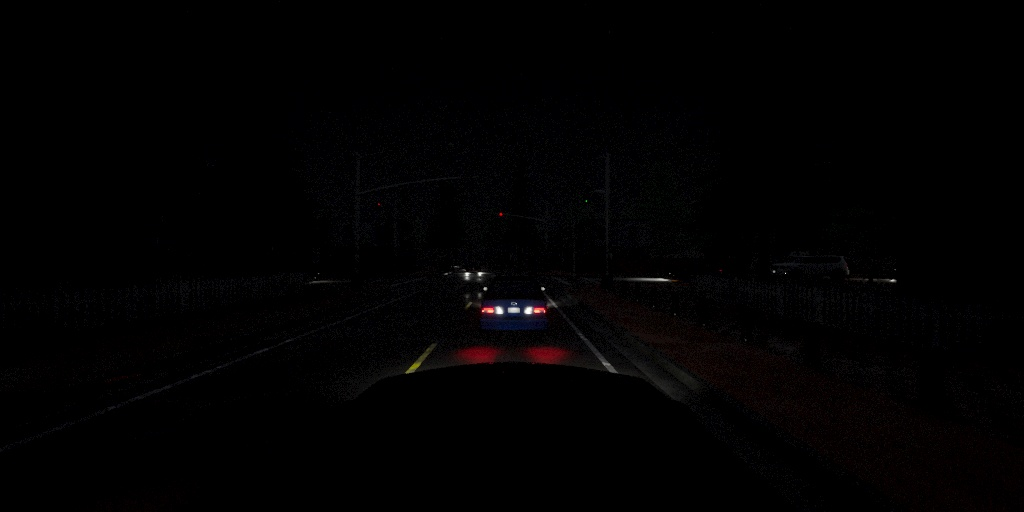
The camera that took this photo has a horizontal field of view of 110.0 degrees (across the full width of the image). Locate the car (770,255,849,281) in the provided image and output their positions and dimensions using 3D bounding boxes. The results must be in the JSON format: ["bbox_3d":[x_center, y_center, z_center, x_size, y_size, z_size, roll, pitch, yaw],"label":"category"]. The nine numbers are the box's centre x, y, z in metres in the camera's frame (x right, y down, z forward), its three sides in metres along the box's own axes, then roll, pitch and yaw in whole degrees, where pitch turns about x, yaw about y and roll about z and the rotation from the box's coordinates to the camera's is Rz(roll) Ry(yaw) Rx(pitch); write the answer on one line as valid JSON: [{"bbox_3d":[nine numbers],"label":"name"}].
[{"bbox_3d":[24.678,0.956,29.915,5.566,2.045,2.150,0,0,1],"label":"car"}]

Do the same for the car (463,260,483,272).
[{"bbox_3d":[-4.780,1.220,44.704,1.837,1.490,4.892,0,0,-6],"label":"car"}]

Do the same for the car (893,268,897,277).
[{"bbox_3d":[34.524,1.087,29.607,4.553,1.767,2.097,0,0,2],"label":"car"}]

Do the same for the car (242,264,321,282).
[{"bbox_3d":[-17.686,1.282,27.455,5.357,1.411,2.033,0,0,2],"label":"car"}]

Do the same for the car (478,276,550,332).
[{"bbox_3d":[0.062,1.297,10.777,2.033,1.411,5.357,0,0,0],"label":"car"}]

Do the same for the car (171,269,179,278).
[{"bbox_3d":[-28.746,1.241,27.780,4.892,1.490,1.837,0,0,2],"label":"car"}]

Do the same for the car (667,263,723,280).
[{"bbox_3d":[15.313,1.299,30.194,4.181,1.385,1.994,0,0,2],"label":"car"}]
